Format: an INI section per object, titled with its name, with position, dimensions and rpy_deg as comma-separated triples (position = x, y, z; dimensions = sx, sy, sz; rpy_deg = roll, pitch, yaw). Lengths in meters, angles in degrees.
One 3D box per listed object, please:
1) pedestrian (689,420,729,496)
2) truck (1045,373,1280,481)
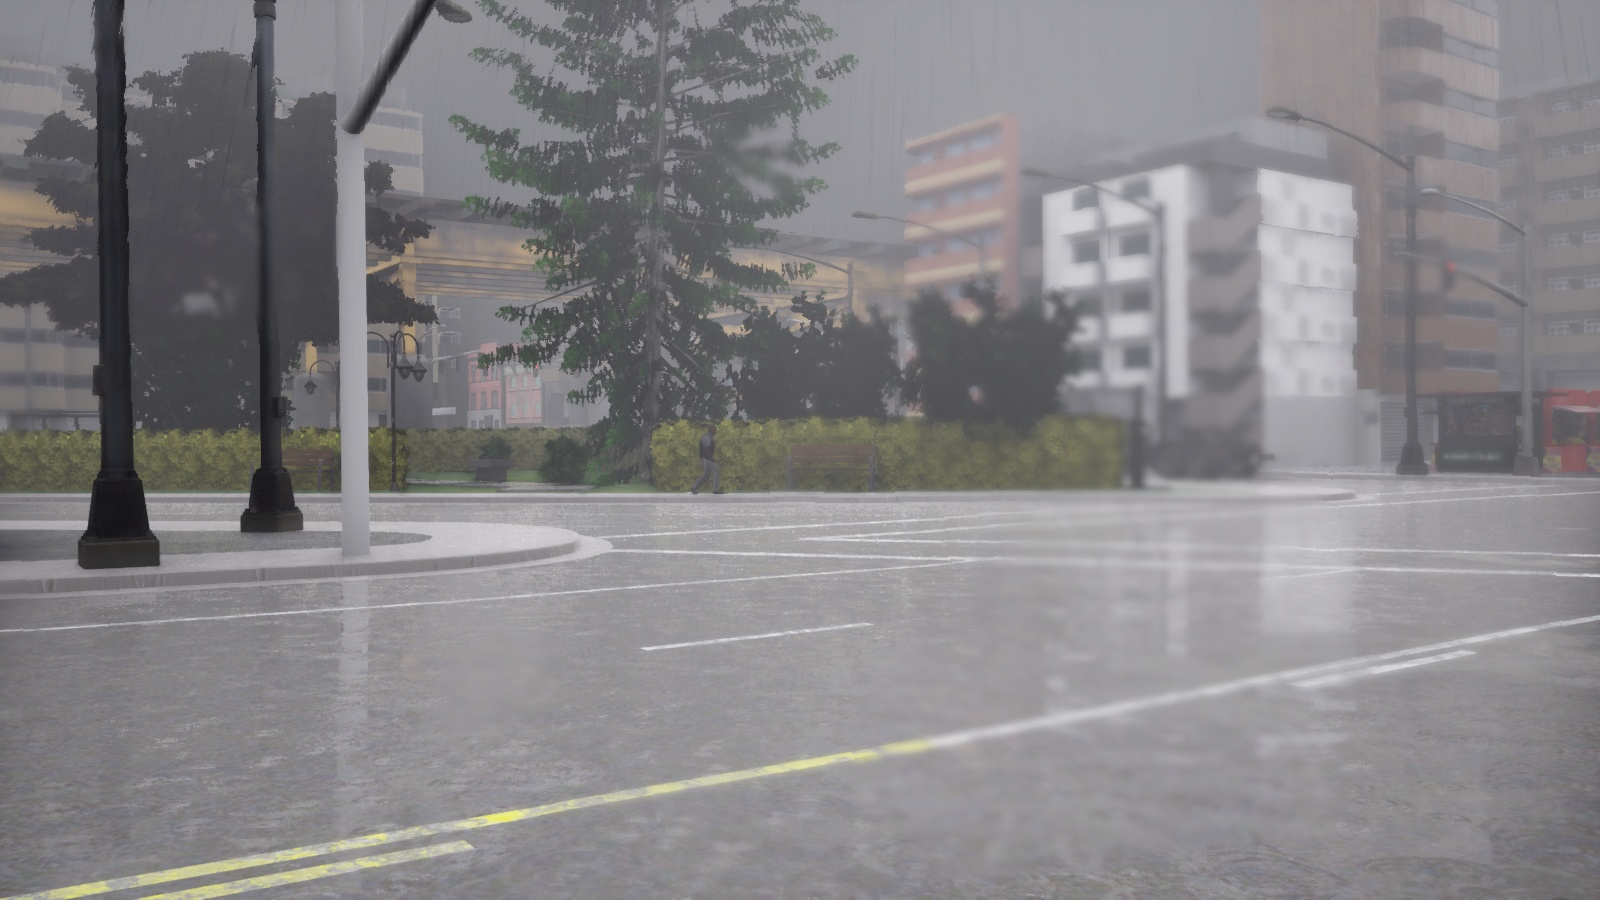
[pedestrian]
position = -2.272, 0.205, 31.482
dimensions = 0.849, 1.883, 0.563
rpy_deg = -1, 1, 13
[truck]
position = 12.634, -0.776, 44.504
dimensions = 2.891, 3.462, 7.936
rpy_deg = -1, 1, -35
